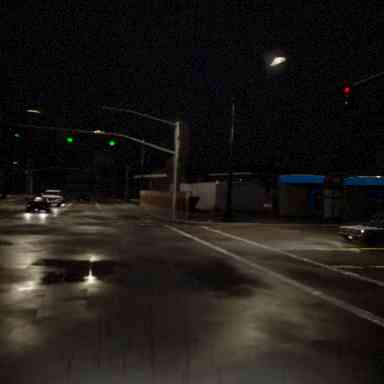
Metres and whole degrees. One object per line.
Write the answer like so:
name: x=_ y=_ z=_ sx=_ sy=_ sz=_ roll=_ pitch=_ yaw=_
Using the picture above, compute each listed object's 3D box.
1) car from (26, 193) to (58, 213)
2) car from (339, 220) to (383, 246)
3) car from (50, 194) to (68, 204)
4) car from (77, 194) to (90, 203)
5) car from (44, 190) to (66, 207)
car: x=-14.549 y=1.156 z=31.990 sx=2.033 sy=1.411 sz=5.357 roll=3 pitch=0 yaw=-17
car: x=10.649 y=2.227 z=18.563 sx=4.718 sy=1.301 sz=1.895 roll=3 pitch=0 yaw=-17
car: x=-20.658 y=1.044 z=51.835 sx=2.033 sy=1.411 sz=5.357 roll=3 pitch=0 yaw=-17
car: x=-19.412 y=1.119 z=59.571 sx=1.837 sy=1.490 sz=4.892 roll=3 pitch=0 yaw=-17
car: x=-17.565 y=0.775 z=41.826 sx=2.150 sy=2.045 sz=5.566 roll=3 pitch=0 yaw=-17
